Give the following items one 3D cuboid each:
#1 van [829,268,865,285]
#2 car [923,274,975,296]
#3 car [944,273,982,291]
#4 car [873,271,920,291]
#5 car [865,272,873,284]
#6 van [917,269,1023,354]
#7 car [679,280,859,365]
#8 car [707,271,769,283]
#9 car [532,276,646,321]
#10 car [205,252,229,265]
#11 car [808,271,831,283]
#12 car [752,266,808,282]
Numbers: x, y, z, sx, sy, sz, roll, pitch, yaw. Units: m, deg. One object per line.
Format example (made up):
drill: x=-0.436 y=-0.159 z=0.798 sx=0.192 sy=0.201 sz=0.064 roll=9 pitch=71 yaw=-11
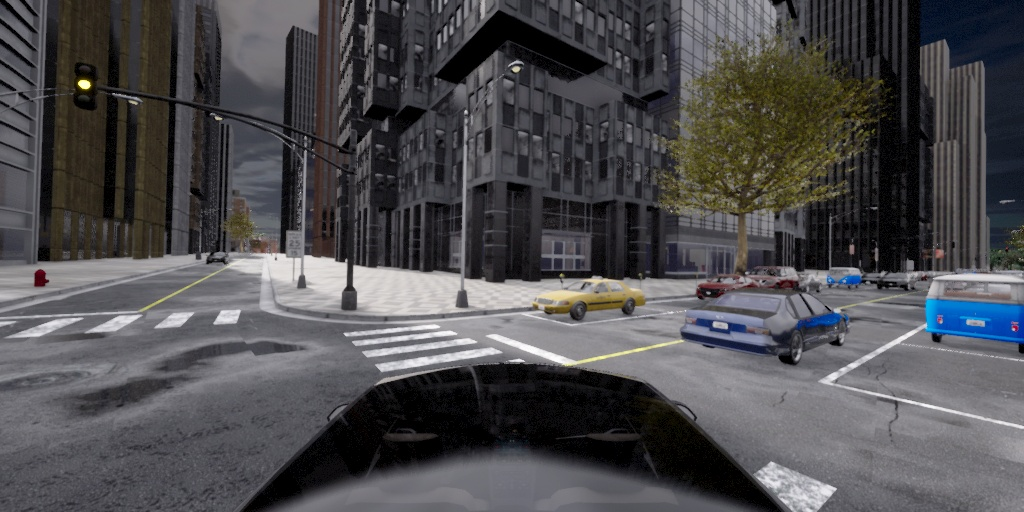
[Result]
van: x=29.137 y=1.921 z=31.504 sx=3.998 sy=1.789 sz=1.690 roll=0 pitch=0 yaw=-35
car: x=33.514 y=2.161 z=27.447 sx=5.357 sy=1.411 sz=2.033 roll=1 pitch=-1 yaw=-34
car: x=42.208 y=2.345 z=33.536 sx=4.892 sy=1.490 sz=1.837 roll=1 pitch=-1 yaw=-35
car: x=33.343 y=2.156 z=31.065 sx=4.892 sy=1.490 sz=1.837 roll=1 pitch=-1 yaw=-35
car: x=37.818 y=2.371 z=37.544 sx=4.313 sy=1.339 sz=1.948 roll=0 pitch=0 yaw=-35
van: x=12.390 y=1.378 z=9.468 sx=3.998 sy=1.789 sz=1.690 roll=0 pitch=0 yaw=-35
car: x=6.166 y=1.465 z=8.503 sx=5.357 sy=1.411 sz=2.033 roll=1 pitch=-1 yaw=-35
car: x=11.774 y=1.681 z=19.425 sx=4.507 sy=1.381 sz=1.888 roll=0 pitch=0 yaw=-35
car: x=2.948 y=1.442 z=13.293 sx=4.829 sy=1.417 sz=1.751 roll=0 pitch=0 yaw=-35
car: x=-35.419 y=0.231 z=43.191 sx=1.837 sy=1.490 sz=4.892 roll=2 pitch=0 yaw=-35
car: x=20.456 y=1.907 z=25.465 sx=4.403 sy=1.370 sz=2.007 roll=0 pitch=0 yaw=-35
car: x=16.115 y=1.560 z=22.445 sx=5.009 sy=1.841 sz=2.192 roll=0 pitch=0 yaw=-35
